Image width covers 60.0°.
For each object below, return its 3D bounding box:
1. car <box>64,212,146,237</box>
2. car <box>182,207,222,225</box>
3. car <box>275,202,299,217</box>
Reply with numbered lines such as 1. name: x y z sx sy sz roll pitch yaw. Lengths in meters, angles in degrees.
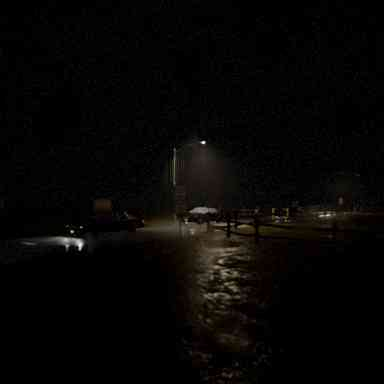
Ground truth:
1. car: -5.341 1.959 21.276 2.033 1.411 5.357 -1 -2 35
2. car: 0.924 2.158 30.063 2.128 1.511 4.902 -1 -2 35
3. car: 13.674 2.431 47.821 2.150 2.045 5.566 -1 -2 36
